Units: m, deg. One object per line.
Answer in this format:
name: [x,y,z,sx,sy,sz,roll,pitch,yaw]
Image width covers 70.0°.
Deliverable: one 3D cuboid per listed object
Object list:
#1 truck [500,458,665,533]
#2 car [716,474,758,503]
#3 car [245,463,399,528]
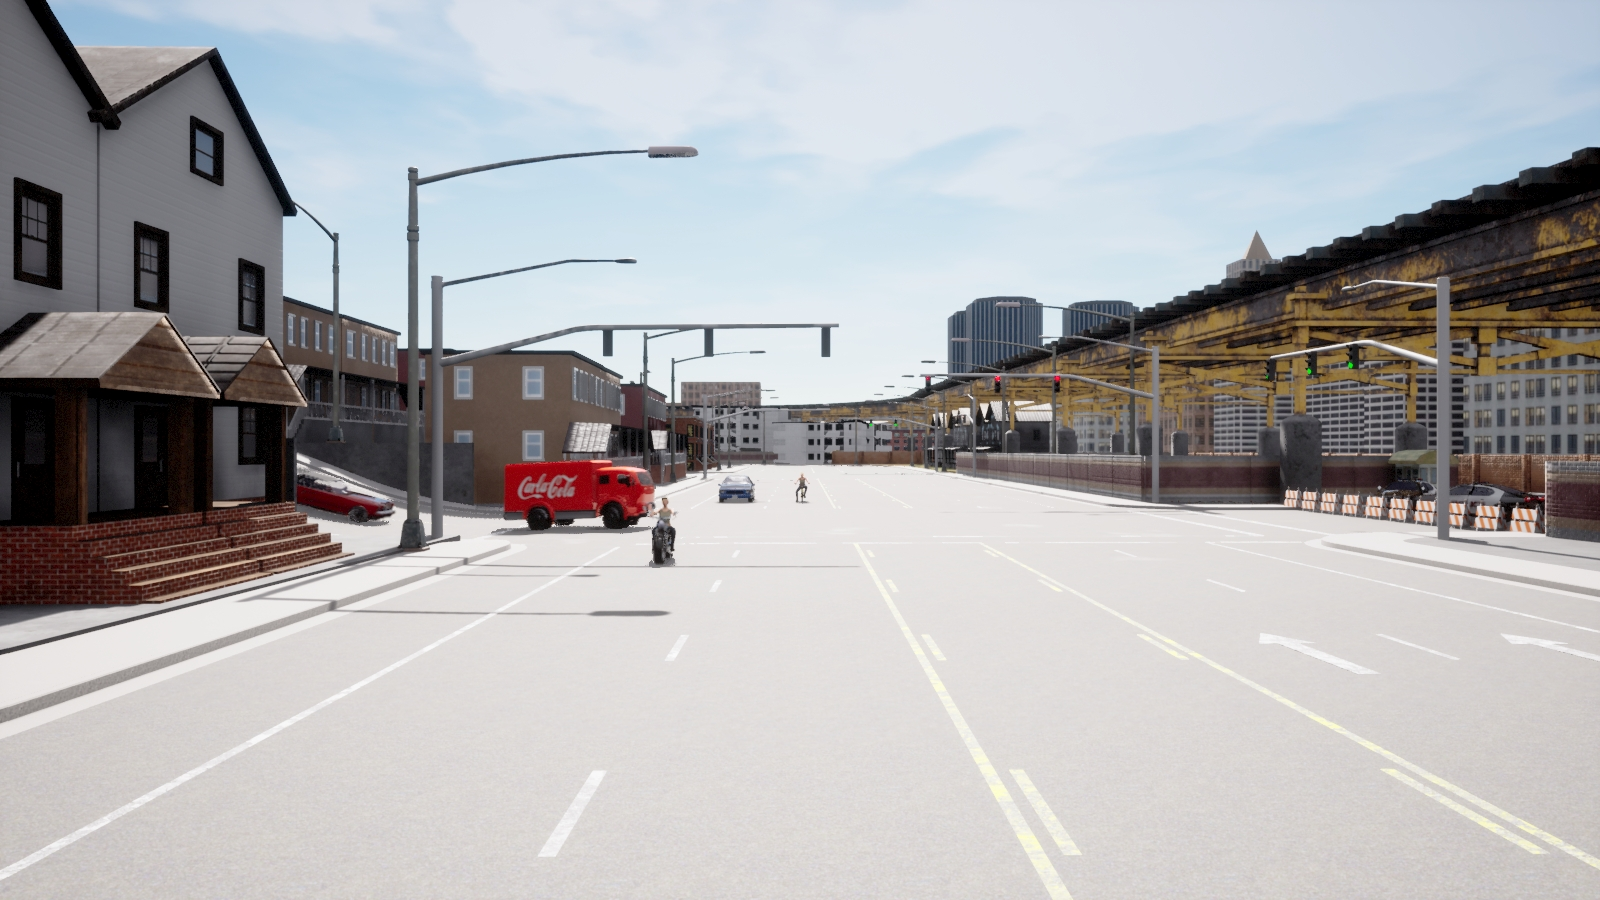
truck: [-7.875,1.632,41.639,5.204,2.467,2.627,-2,-1,11]
car: [-3.449,2.106,63.014,2.033,1.411,5.357,0,0,0]
car: [-17.671,1.657,42.387,4.718,1.301,1.895,13,0,-1]
